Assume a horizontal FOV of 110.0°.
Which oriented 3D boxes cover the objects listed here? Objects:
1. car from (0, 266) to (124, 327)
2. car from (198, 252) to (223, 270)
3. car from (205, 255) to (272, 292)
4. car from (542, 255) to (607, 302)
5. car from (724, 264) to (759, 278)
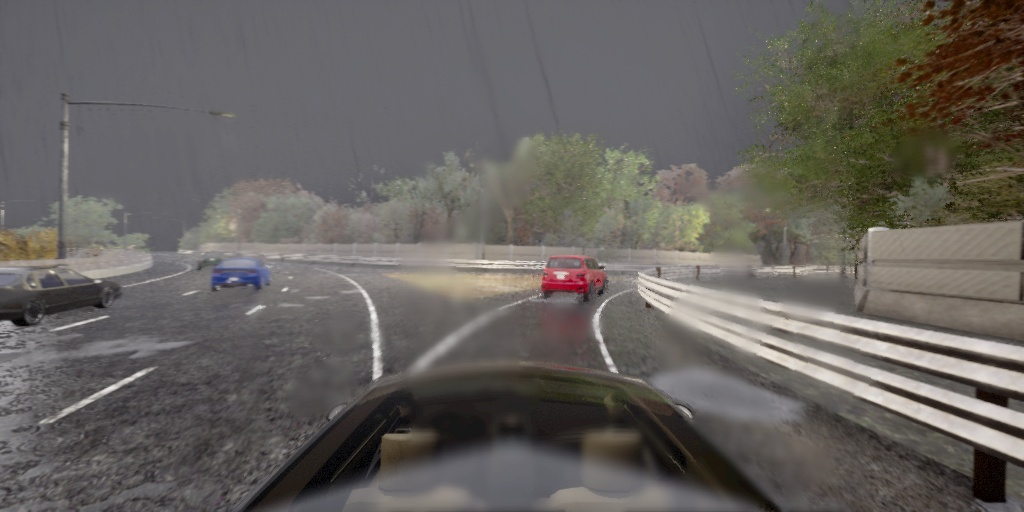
[{"bbox_3d":[-13.010,0.981,9.588,2.033,1.411,5.357,1,0,-25],"label":"car"},{"bbox_3d":[-28.093,0.380,33.783,2.097,1.767,4.553,1,0,-39],"label":"car"},{"bbox_3d":[-13.433,0.880,18.053,1.882,1.535,5.008,2,0,-28],"label":"car"},{"bbox_3d":[3.227,1.004,17.804,2.150,2.045,5.566,1,0,25],"label":"car"},{"bbox_3d":[27.186,1.742,42.425,5.008,1.535,1.882,1,0,-30],"label":"car"}]
